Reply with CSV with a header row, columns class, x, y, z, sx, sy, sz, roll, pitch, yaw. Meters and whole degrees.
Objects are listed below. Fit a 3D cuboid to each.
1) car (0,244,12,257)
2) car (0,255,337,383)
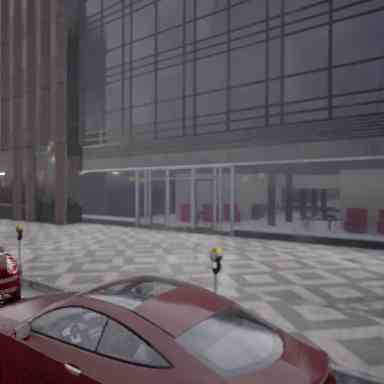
class,x,y,z,sx,sy,sz,roll,pitch,yaw
car,-5.297,1.420,6.736,4.097,1.590,1.967,0,0,35
car,-0.708,1.576,3.465,4.206,1.307,1.802,0,0,35
